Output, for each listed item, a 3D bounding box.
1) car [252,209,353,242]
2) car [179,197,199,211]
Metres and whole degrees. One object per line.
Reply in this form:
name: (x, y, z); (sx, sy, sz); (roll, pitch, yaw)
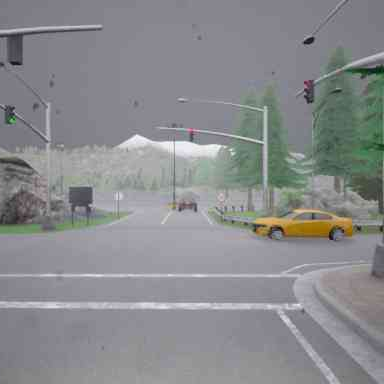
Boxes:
car: (5.578, 1.634, 16.971); (5.008, 1.535, 1.882); (2, 0, -4)
car: (-0.364, 1.453, 40.571); (2.097, 1.767, 4.553); (0, -3, 3)
